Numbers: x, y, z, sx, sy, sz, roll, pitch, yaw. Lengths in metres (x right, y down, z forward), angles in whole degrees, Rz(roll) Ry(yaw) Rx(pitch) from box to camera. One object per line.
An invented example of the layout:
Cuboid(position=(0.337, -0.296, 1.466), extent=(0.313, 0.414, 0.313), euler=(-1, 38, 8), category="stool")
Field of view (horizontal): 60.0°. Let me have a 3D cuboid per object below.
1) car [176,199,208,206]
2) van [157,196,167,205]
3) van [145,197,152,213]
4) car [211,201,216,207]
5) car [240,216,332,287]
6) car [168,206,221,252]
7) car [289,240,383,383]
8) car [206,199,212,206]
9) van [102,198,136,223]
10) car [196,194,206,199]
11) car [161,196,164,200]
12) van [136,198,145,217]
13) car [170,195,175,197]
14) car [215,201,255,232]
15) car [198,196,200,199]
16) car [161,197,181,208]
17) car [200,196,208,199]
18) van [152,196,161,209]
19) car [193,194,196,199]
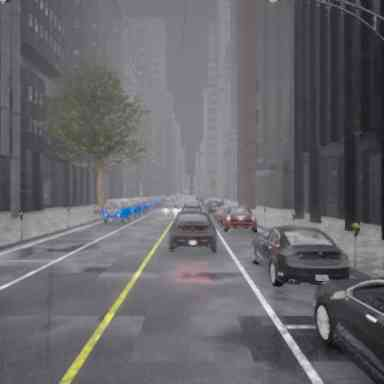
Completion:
Cuboid(position=(0.009, 1.621, 29.587), extent=(2.128, 1.511, 4.902), euler=(0, 0, 0), category="car")
Cuboid(position=(-5.894, 1.638, 65.407), extent=(1.690, 1.788, 3.998), euler=(0, 0, 0), category="van")
Cuboid(position=(-5.836, 1.504, 37.315), extent=(1.690, 1.788, 3.998), euler=(0, 0, 0), category="van")
Cuboid(position=(2.712, 1.639, 26.271), extent=(1.752, 1.417, 4.829), euler=(0, 0, 0), category="car")
Cuboid(position=(2.747, 1.591, 9.245), extent=(2.008, 1.369, 4.403), euler=(0, 0, 0), category="car")
Cuboid(position=(0.041, 1.566, 14.271), extent=(1.837, 1.490, 4.892), euler=(0, 0, 0), category="car")
Cuboid(position=(2.758, 1.567, 3.626), extent=(2.008, 1.369, 4.403), euler=(0, 0, 0), category="car")
Cuboid(position=(2.689, 1.730, 37.338), extent=(1.947, 1.339, 4.313), euler=(0, 0, 0), category="car")
Cuboid(position=(-5.813, 1.453, 26.078), extent=(1.690, 1.788, 3.998), euler=(0, 0, 0), category="van")
Cuboid(position=(2.608, 1.669, 76.671), extent=(2.192, 1.841, 5.009), euler=(0, 0, 0), category="car")
Cuboid(position=(-5.871, 1.787, 54.168), extent=(1.887, 1.381, 4.507), euler=(0, 0, 0), category="car")
Cuboid(position=(-5.824, 1.478, 31.696), extent=(1.690, 1.788, 3.998), euler=(0, 0, 0), category="van")
Cuboid(position=(-5.928, 1.907, 82.090), extent=(1.752, 1.417, 4.829), euler=(0, 0, 0), category="car")
Cuboid(position=(2.724, 1.528, 20.482), extent=(1.967, 1.590, 4.097), euler=(0, 0, 0), category="car")
Cuboid(position=(2.643, 1.836, 59.813), extent=(1.947, 1.339, 4.313), euler=(0, 0, 0), category="car")
Cuboid(position=(-3.184, 1.830, 51.348), extent=(1.895, 1.301, 4.718), euler=(0, 0, 0), category="car")
Cuboid(position=(2.654, 1.769, 54.364), extent=(1.752, 1.417, 4.829), euler=(0, 0, 0), category="car")
Cuboid(position=(-5.859, 1.557, 48.551), extent=(1.690, 1.788, 3.998), euler=(0, 0, 0), category="van")
Cuboid(position=(2.208, 1.663, 91.922), extent=(2.150, 2.045, 5.566), euler=(0, 0, 0), category="car")
